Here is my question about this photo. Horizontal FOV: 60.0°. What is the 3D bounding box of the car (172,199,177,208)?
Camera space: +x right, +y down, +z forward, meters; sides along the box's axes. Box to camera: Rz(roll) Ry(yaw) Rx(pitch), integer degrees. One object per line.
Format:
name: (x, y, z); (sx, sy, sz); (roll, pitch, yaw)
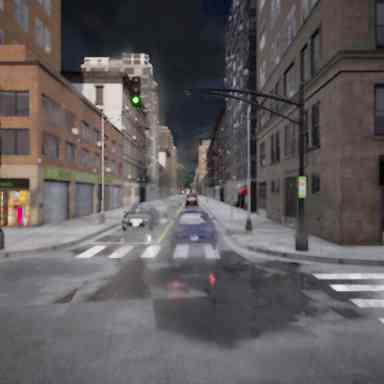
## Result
car: (-3.094, 1.642, 44.760); (1.895, 1.301, 4.718); (0, 0, 0)

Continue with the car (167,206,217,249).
car: (0.077, 1.544, 14.614); (1.812, 1.442, 4.674); (0, 0, 0)

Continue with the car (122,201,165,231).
car: (-3.108, 1.516, 20.773); (2.128, 1.511, 4.902); (0, 0, -1)

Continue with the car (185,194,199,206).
car: (-0.032, 1.520, 50.345); (1.882, 1.535, 5.008); (0, 0, 0)

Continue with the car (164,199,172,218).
car: (-3.105, 1.559, 30.926); (1.812, 1.442, 4.674); (0, 0, 0)
